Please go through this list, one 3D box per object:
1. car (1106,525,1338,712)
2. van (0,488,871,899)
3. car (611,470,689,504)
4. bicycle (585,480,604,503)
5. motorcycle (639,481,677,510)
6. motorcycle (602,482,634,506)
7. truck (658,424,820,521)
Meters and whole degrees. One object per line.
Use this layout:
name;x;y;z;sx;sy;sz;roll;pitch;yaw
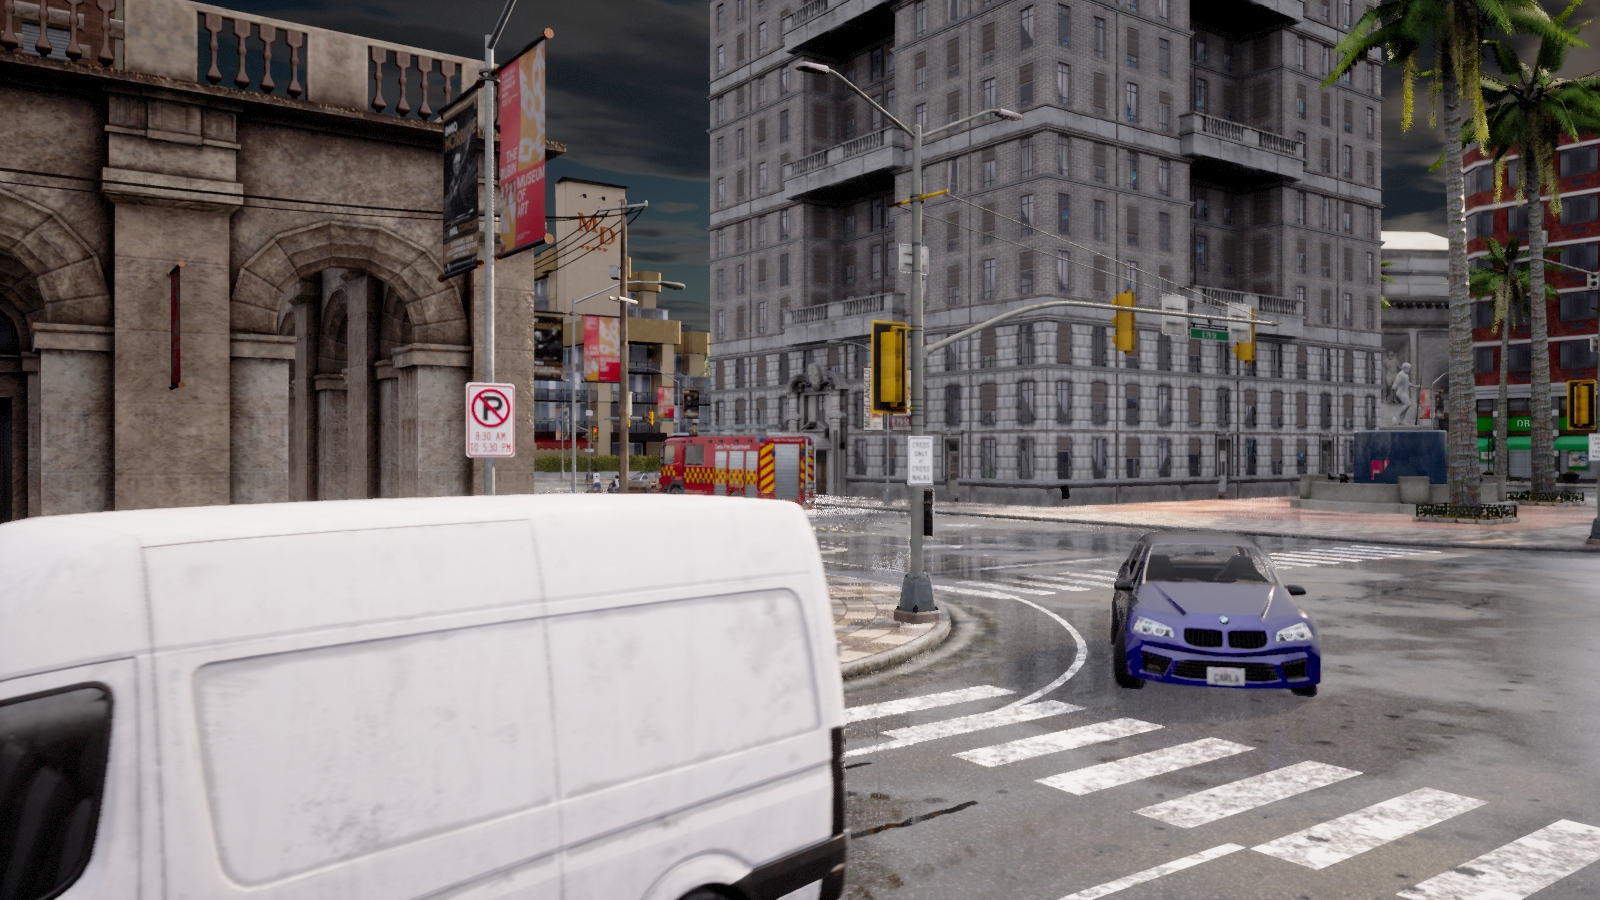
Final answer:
car;5.184;1.963;14.722;2.242;1.667;4.611;0;0;13
van;-2.384;1.534;4.788;1.988;2.561;5.915;0;0;44
car;-8.211;1.981;62.259;2.152;1.651;5.027;0;0;-35
bicycle;-11.030;2.196;61.250;0.373;1.196;1.643;0;0;-35
motorcycle;-6.767;2.160;54.369;0.764;1.277;2.356;0;0;-35
motorcycle;-9.213;2.204;57.798;0.803;1.145;2.033;0;0;-36
truck;-2.798;0.881;49.189;2.891;3.827;8.468;0;0;-35
